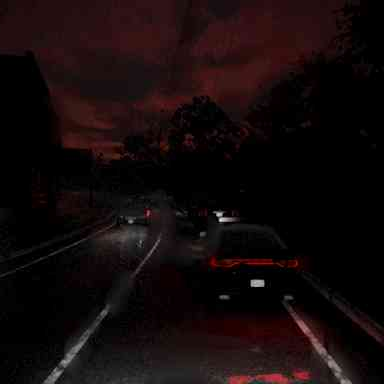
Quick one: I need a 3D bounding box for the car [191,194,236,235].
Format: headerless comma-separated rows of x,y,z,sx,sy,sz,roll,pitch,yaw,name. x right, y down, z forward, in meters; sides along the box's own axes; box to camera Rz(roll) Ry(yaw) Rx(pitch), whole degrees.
1.239,1.181,18.591,2.150,2.045,5.566,0,0,-2,car

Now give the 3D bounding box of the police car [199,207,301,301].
1.227,1.419,8.519,1.930,1.638,5.238,0,0,1,police car

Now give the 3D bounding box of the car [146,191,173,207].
-4.076,0.883,43.708,2.150,2.045,5.566,1,1,-18,car

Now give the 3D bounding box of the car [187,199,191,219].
0.888,1.140,24.748,2.150,2.045,5.566,0,0,-5,car

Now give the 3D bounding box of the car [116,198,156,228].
-3.706,1.415,21.611,2.128,1.511,4.902,0,0,-4,car

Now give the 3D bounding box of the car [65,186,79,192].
-28.731,-0.820,79.844,1.895,1.301,4.718,2,3,-41,car

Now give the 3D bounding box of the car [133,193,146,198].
-8.414,0.871,55.730,2.033,1.411,5.357,1,1,-25,car
